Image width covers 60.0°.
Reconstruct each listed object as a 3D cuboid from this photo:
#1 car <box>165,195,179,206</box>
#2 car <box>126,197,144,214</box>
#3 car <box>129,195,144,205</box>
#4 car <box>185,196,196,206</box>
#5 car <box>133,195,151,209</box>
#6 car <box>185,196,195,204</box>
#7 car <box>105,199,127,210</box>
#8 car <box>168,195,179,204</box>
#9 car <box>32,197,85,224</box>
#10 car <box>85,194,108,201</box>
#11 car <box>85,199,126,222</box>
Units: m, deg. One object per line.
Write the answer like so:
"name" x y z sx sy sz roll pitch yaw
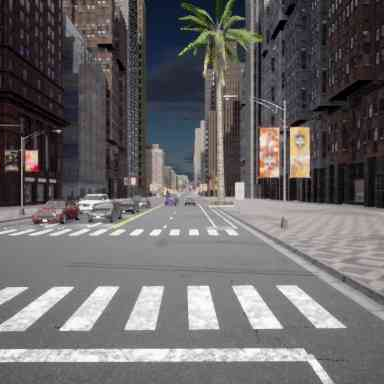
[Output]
"car" -3.571 1.565 56.537 1.812 1.442 4.674 0 0 0
"car" -6.800 1.558 35.865 2.033 1.411 5.357 0 0 0
"car" -10.095 1.412 60.703 2.097 1.767 4.553 0 0 0
"car" -0.319 1.586 56.139 2.033 1.411 5.357 0 0 0
"car" -6.850 1.514 46.161 2.128 1.511 4.902 0 0 0
"car" -0.378 1.540 66.561 1.882 1.535 5.008 0 0 0
"car" -10.091 1.620 44.447 1.895 1.301 4.718 0 0 0
"car" -3.628 1.414 66.513 2.097 1.767 4.553 0 0 0
"car" -9.986 1.357 24.785 2.097 1.767 4.553 0 0 0
"car" -10.042 1.232 34.272 2.150 2.045 5.566 0 0 0
"car" -6.741 1.531 26.194 1.812 1.442 4.674 0 0 0
